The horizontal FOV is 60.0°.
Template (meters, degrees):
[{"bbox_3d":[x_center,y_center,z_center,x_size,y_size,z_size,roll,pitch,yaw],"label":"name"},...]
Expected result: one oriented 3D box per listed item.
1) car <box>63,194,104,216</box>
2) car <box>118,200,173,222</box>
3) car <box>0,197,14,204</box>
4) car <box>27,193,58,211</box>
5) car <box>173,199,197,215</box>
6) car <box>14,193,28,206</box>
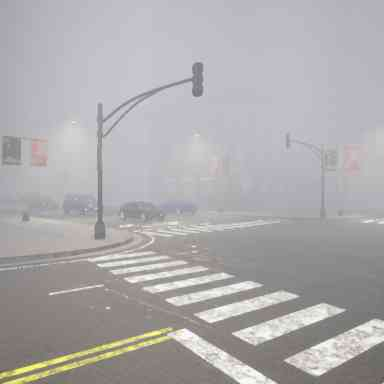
[{"bbox_3d":[-11.021,1.207,33.446,2.150,2.045,5.566,0,0,-45],"label":"car"},{"bbox_3d":[-4.013,1.495,26.412,1.837,1.490,4.892,0,0,-44],"label":"car"},{"bbox_3d":[-33.616,1.532,61.001,1.994,1.385,4.181,0,0,-45],"label":"car"},{"bbox_3d":[-18.109,1.333,40.569,2.097,1.767,4.553,0,0,-45],"label":"car"},{"bbox_3d":[-1.665,1.475,33.445,1.882,1.535,5.008,0,0,-44],"label":"car"},{"bbox_3d":[-26.039,1.198,53.402,5.566,2.045,2.150,0,0,45],"label":"car"}]
